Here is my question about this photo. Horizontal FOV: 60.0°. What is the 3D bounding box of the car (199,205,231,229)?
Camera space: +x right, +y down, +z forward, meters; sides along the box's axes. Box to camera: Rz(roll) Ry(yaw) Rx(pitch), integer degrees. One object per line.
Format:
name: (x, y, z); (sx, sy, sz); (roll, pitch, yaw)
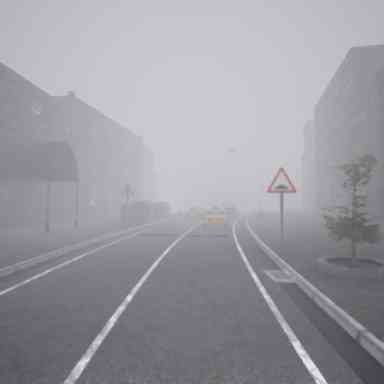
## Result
car: (1.877, 1.916, 25.666); (1.801, 1.575, 5.366); (0, -1, 7)

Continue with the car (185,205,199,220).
car: (0.492, 2.260, 37.052); (1.837, 1.490, 4.892); (-1, -2, 11)

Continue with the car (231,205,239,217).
car: (4.828, 2.383, 42.464); (1.837, 1.490, 4.892); (-1, -2, 12)
